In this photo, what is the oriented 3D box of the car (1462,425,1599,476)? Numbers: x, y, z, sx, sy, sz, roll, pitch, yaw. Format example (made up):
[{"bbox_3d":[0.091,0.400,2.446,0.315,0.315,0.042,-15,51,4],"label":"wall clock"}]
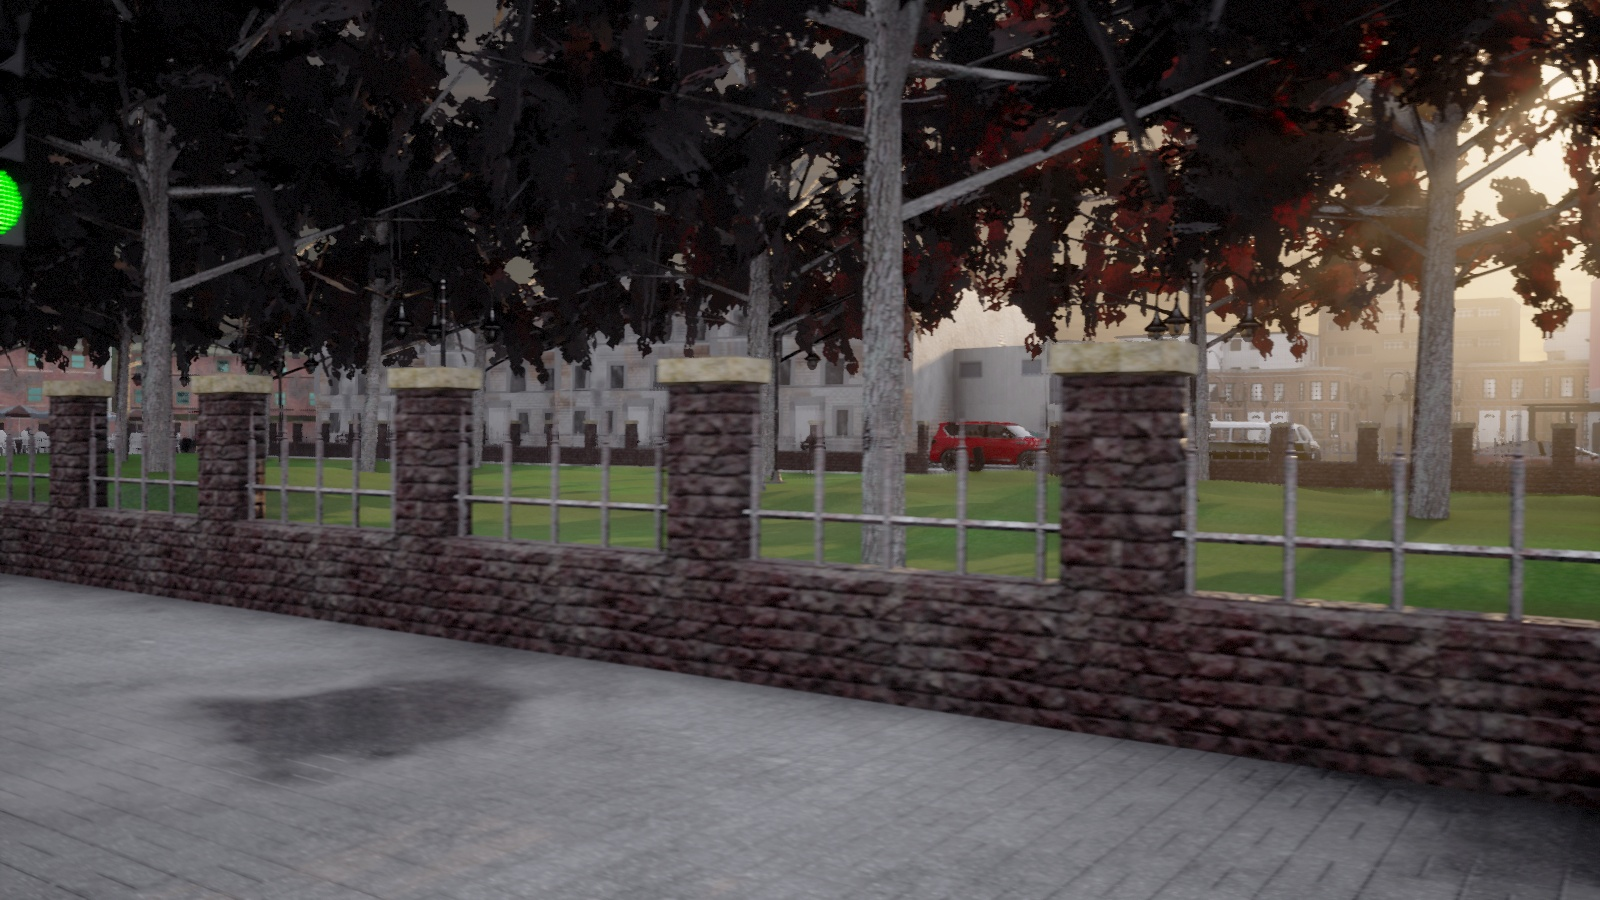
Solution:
[{"bbox_3d":[23.120,0.004,38.461,4.792,1.488,2.163,0,1,34],"label":"car"}]

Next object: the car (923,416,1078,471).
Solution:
[{"bbox_3d":[7.761,-0.250,48.974,5.566,2.045,2.150,0,1,34],"label":"car"}]

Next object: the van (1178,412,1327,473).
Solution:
[{"bbox_3d":[15.681,-0.259,43.550,4.480,2.038,2.069,0,1,34],"label":"van"}]
